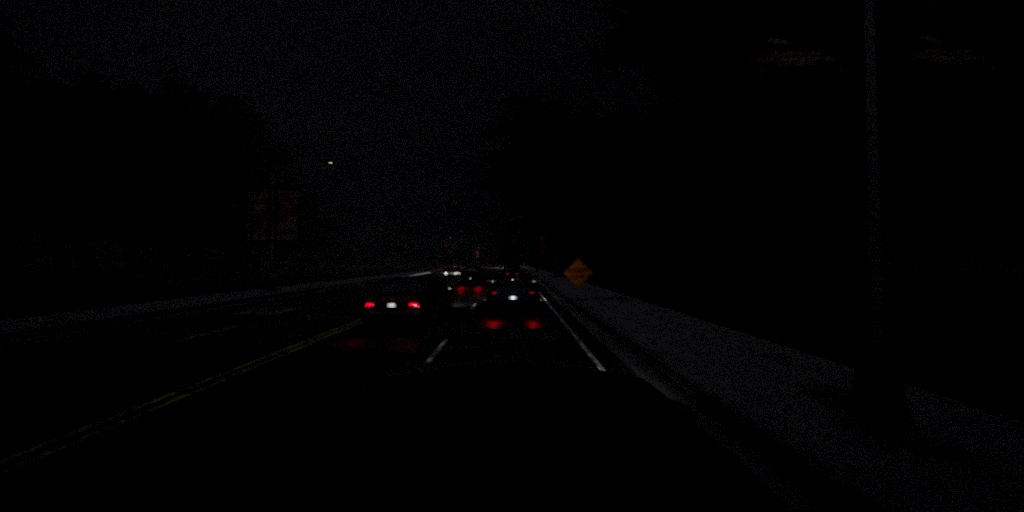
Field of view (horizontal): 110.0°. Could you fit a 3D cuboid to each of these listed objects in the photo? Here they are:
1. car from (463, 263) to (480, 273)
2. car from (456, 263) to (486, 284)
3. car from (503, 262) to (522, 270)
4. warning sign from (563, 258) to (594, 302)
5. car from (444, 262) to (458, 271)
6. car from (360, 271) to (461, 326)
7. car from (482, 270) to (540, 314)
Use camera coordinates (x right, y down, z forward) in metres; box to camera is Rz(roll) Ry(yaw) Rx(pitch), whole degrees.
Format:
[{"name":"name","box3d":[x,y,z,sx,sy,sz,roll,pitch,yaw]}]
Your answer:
[{"name":"car","box3d":[-6.545,1.869,58.686,2.128,1.511,4.902,0,-1,0]},{"name":"car","box3d":[-3.190,1.553,29.913,1.812,1.442,4.674,0,0,0]},{"name":"car","box3d":[0.055,1.526,29.286,1.837,1.490,4.892,0,0,1]},{"name":"warning sign","box3d":[2.854,0.994,15.374,1.300,1.860,1.060,0,0,0]},{"name":"car","box3d":[-9.792,1.731,58.784,2.097,1.767,4.553,0,-1,0]},{"name":"car","box3d":[-3.221,1.395,12.117,2.033,1.411,5.357,0,-1,0]},{"name":"car","box3d":[0.052,1.434,14.412,1.994,1.385,4.181,0,0,0]}]
